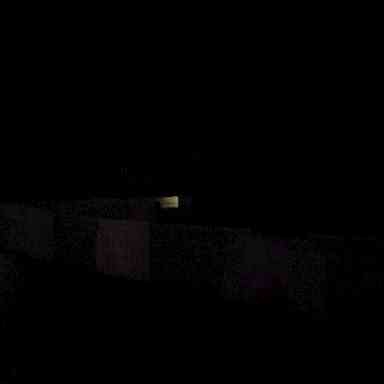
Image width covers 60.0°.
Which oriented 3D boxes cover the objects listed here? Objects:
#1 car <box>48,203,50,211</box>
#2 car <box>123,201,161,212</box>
[{"bbox_3d":[-11.076,1.411,22.551,2.128,1.511,4.902,-3,-1,36],"label":"car"},{"bbox_3d":[-5.041,1.271,30.763,1.882,1.535,5.008,-3,-1,36],"label":"car"}]
